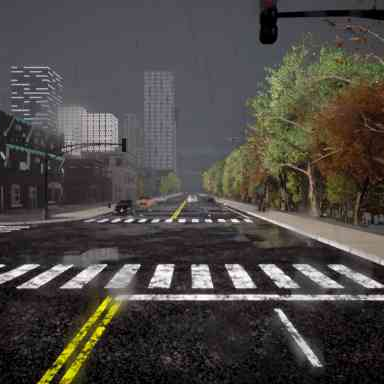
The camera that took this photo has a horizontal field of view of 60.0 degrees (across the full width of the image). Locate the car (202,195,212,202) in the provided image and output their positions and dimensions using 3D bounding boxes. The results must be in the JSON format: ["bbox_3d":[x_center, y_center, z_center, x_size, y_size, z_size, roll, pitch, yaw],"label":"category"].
[{"bbox_3d":[3.328,1.510,74.397,2.033,1.411,5.357,0,0,0],"label":"car"}]

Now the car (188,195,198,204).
[{"bbox_3d":[0.153,1.501,64.624,1.812,1.442,4.674,0,0,0],"label":"car"}]

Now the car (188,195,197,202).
[{"bbox_3d":[0.085,1.448,74.818,1.882,1.535,5.008,0,0,0],"label":"car"}]

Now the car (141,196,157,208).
[{"bbox_3d":[-6.553,1.335,46.642,2.097,1.767,4.553,0,0,0],"label":"car"}]

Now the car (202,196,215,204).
[{"bbox_3d":[3.410,1.523,63.743,2.033,1.411,5.357,0,0,0],"label":"car"}]

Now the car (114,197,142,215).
[{"bbox_3d":[-6.568,1.493,33.587,1.837,1.490,4.892,0,0,0],"label":"car"}]

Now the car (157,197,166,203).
[{"bbox_3d":[-6.435,1.582,68.219,1.895,1.301,4.718,0,0,0],"label":"car"}]
